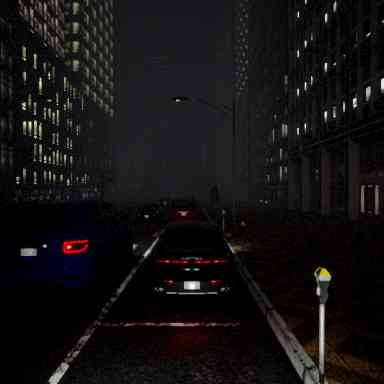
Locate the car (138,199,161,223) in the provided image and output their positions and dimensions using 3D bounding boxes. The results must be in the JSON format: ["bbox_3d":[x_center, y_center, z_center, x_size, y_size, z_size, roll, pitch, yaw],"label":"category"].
[{"bbox_3d":[-3.133,1.521,25.323,1.812,1.442,4.674,0,0,0],"label":"car"}]

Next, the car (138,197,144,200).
[{"bbox_3d":[-8.843,1.541,49.090,2.008,1.369,4.403,-1,0,0],"label":"car"}]

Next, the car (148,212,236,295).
[{"bbox_3d":[-0.001,1.502,8.651,1.837,1.490,4.892,0,0,0],"label":"car"}]

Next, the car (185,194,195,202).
[{"bbox_3d":[-0.465,1.298,77.509,2.192,1.841,5.009,-1,0,0],"label":"car"}]

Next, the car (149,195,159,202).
[{"bbox_3d":[-8.843,1.509,77.339,1.752,1.417,4.829,-1,0,0],"label":"car"}]

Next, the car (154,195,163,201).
[{"bbox_3d":[-8.844,1.545,88.876,1.947,1.339,4.313,-1,0,0],"label":"car"}]

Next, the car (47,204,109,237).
[{"bbox_3d":[-6.245,1.501,18.867,1.837,1.490,4.892,0,0,0],"label":"car"}]

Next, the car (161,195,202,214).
[{"bbox_3d":[-0.465,1.311,20.672,2.192,1.841,5.009,-1,0,0],"label":"car"}]

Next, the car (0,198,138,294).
[{"bbox_3d":[-3.044,1.219,8.889,2.150,2.045,5.566,0,0,0],"label":"car"}]

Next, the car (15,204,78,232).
[{"bbox_3d":[-8.844,1.547,20.672,2.008,1.369,4.403,-1,0,0],"label":"car"}]

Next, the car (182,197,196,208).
[{"bbox_3d":[-0.463,1.541,49.090,2.008,1.369,4.403,-1,0,0],"label":"car"}]

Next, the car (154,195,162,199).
[{"bbox_3d":[-3.048,1.344,40.205,2.097,1.767,4.553,0,0,0],"label":"car"}]

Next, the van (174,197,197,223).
[{"bbox_3d":[-0.465,1.336,26.356,1.690,1.788,3.998,-1,0,0],"label":"van"}]

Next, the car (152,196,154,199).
[{"bbox_3d":[-8.845,1.427,66.141,1.967,1.590,4.097,-1,0,0],"label":"car"}]

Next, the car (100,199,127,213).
[{"bbox_3d":[-8.844,1.544,37.723,2.008,1.369,4.403,-1,0,0],"label":"car"}]

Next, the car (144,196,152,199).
[{"bbox_3d":[-8.843,1.570,60.458,1.802,1.307,4.206,-1,0,0],"label":"car"}]
